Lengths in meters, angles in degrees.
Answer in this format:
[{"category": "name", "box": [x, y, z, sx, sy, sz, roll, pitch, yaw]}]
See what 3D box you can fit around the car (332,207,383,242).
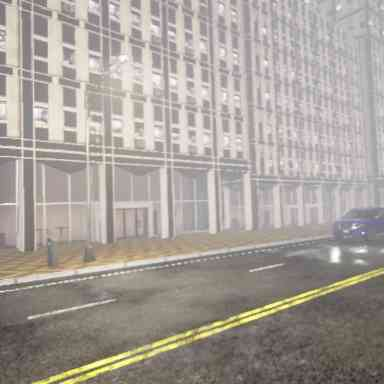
[{"category": "car", "box": [11.375, 2.047, 21.798, 5.566, 2.045, 2.150, 1, -4, -39]}]
